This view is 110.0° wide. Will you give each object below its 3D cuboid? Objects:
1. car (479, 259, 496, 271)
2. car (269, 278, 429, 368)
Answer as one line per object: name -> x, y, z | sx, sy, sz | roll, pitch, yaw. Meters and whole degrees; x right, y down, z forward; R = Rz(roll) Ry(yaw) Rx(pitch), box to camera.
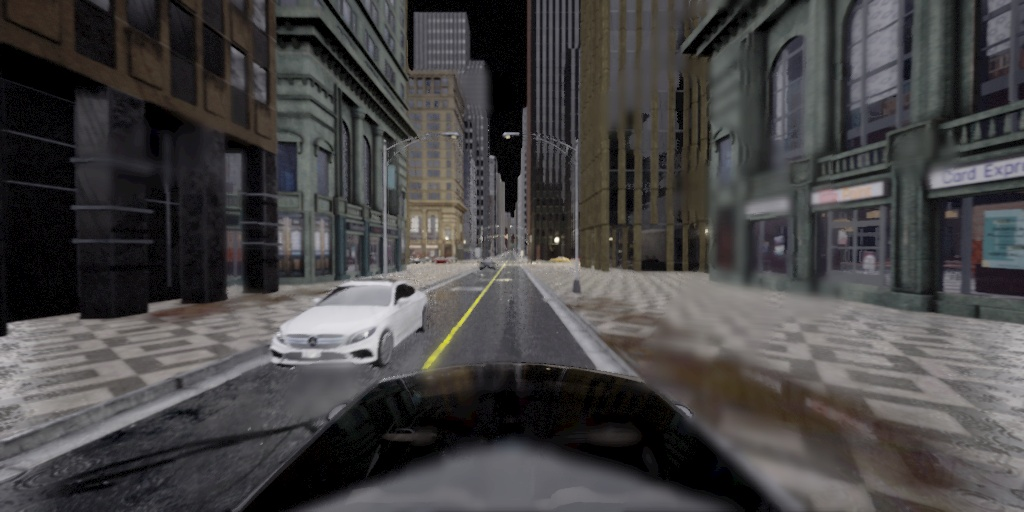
car -> -3.081, 1.128, 45.666 | 1.994, 1.385, 4.181 | 0, 0, 0
car -> -3.112, 1.248, 7.909 | 1.812, 1.442, 4.674 | 0, 0, 0
